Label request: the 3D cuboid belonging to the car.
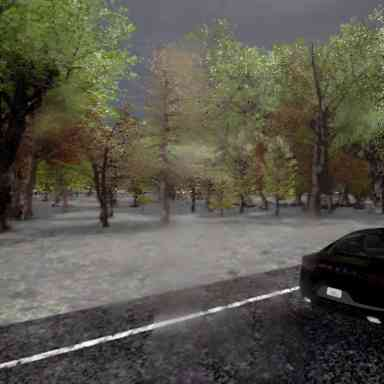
[{"bbox_3d":[4.320,1.478,6.832,5.008,1.535,1.882,0,0,-35],"label":"car"}]
